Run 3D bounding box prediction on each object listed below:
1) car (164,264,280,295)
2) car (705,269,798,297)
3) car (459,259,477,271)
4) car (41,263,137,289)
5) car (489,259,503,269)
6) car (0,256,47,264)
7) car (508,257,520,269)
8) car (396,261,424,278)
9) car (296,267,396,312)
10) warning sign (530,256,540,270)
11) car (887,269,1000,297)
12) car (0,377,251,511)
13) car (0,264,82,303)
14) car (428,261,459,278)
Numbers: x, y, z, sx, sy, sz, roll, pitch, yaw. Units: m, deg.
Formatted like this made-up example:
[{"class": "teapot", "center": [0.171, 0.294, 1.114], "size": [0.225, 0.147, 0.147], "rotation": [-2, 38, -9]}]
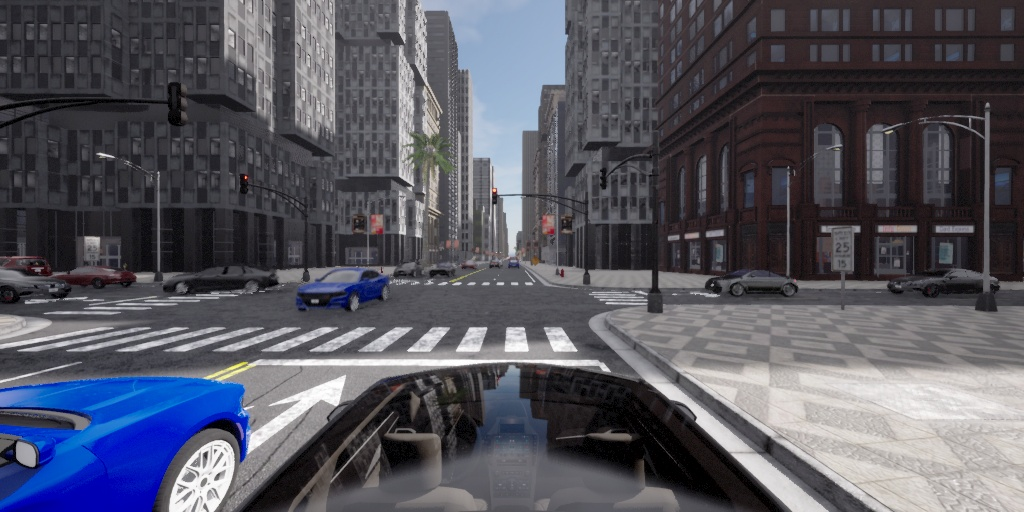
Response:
[{"class": "car", "center": [-15.306, 1.202, 19.158], "size": [4.892, 1.490, 1.837], "rotation": [0, 4, -22]}, {"class": "car", "center": [12.704, 1.381, 19.164], "size": [4.181, 1.385, 1.994], "rotation": [0, 0, 0]}, {"class": "car", "center": [-6.339, 1.339, 53.064], "size": [1.882, 1.535, 5.008], "rotation": [0, 0, 0]}, {"class": "car", "center": [-24.973, 1.231, 21.379], "size": [4.207, 1.307, 1.802], "rotation": [0, 0, -1]}, {"class": "car", "center": [-2.951, 1.438, 62.490], "size": [1.837, 1.490, 4.892], "rotation": [0, 0, 0]}, {"class": "car", "center": [-30.612, 0.944, 21.320], "size": [5.009, 1.841, 2.192], "rotation": [0, 0, -1]}, {"class": "car", "center": [0.343, 1.408, 62.167], "size": [1.882, 1.535, 5.008], "rotation": [0, 0, 1]}, {"class": "car", "center": [-9.696, 1.276, 33.989], "size": [1.837, 1.490, 4.892], "rotation": [0, 0, 0]}, {"class": "car", "center": [-6.536, 1.223, 14.406], "size": [1.882, 1.535, 5.008], "rotation": [0, 0, 0]}, {"class": "warning sign", "center": [3.074, 0.941, 47.326], "size": [1.300, 1.860, 1.060], "rotation": [0, 0, 0]}, {"class": "car", "center": [22.933, 1.390, 19.103], "size": [4.674, 1.442, 1.812], "rotation": [0, 0, 0]}, {"class": "car", "center": [-3.156, 1.228, 1.000], "size": [1.882, 1.535, 5.008], "rotation": [0, 0, 0]}, {"class": "car", "center": [-22.282, 1.215, 15.637], "size": [4.674, 1.442, 1.812], "rotation": [0, 0, 1]}, {"class": "car", "center": [-6.448, 1.371, 33.455], "size": [1.895, 1.301, 4.718], "rotation": [0, 0, -1]}]
